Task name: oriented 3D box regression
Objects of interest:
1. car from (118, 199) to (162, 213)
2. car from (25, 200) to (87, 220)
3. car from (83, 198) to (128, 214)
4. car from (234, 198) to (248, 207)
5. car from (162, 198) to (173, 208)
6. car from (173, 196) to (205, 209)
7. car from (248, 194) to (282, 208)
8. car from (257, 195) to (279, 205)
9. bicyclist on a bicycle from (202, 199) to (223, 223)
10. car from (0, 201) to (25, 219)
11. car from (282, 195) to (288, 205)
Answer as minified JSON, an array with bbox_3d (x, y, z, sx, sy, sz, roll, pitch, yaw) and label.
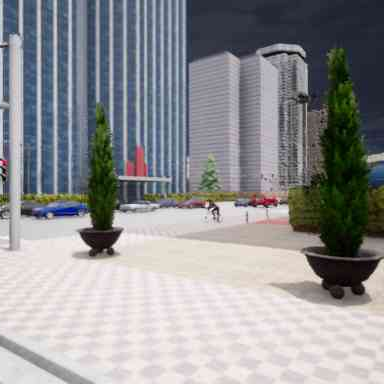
[{"bbox_3d":[-5.911,1.656,37.558,1.895,1.301,4.718,0,0,35],"label":"car"},{"bbox_3d":[-11.604,1.533,29.413,1.882,1.535,5.008,0,0,35],"label":"car"},{"bbox_3d":[-9.790,1.540,38.120,1.882,1.535,5.008,0,0,35],"label":"car"},{"bbox_3d":[8.172,1.612,51.257,1.994,1.385,4.181,0,0,35],"label":"car"},{"bbox_3d":[-3.879,1.610,46.558,2.033,1.411,5.357,0,0,35],"label":"car"},{"bbox_3d":[-0.081,1.408,45.871,2.097,1.767,4.553,0,0,35],"label":"car"},{"bbox_3d":[10.729,1.262,48.807,2.150,2.045,5.566,0,0,35],"label":"car"},{"bbox_3d":[13.510,1.400,58.915,2.097,1.767,4.553,0,0,35],"label":"car"},{"bbox_3d":[1.383,1.326,22.714,1.656,1.620,0.582,0,0,35],"label":"bicyclist on a bicycle"},{"bbox_3d":[-15.574,1.567,29.841,1.837,1.490,4.892,0,0,35],"label":"car"},{"bbox_3d":[16.845,1.393,57.576,2.097,1.767,4.553,0,0,35],"label":"car"}]
